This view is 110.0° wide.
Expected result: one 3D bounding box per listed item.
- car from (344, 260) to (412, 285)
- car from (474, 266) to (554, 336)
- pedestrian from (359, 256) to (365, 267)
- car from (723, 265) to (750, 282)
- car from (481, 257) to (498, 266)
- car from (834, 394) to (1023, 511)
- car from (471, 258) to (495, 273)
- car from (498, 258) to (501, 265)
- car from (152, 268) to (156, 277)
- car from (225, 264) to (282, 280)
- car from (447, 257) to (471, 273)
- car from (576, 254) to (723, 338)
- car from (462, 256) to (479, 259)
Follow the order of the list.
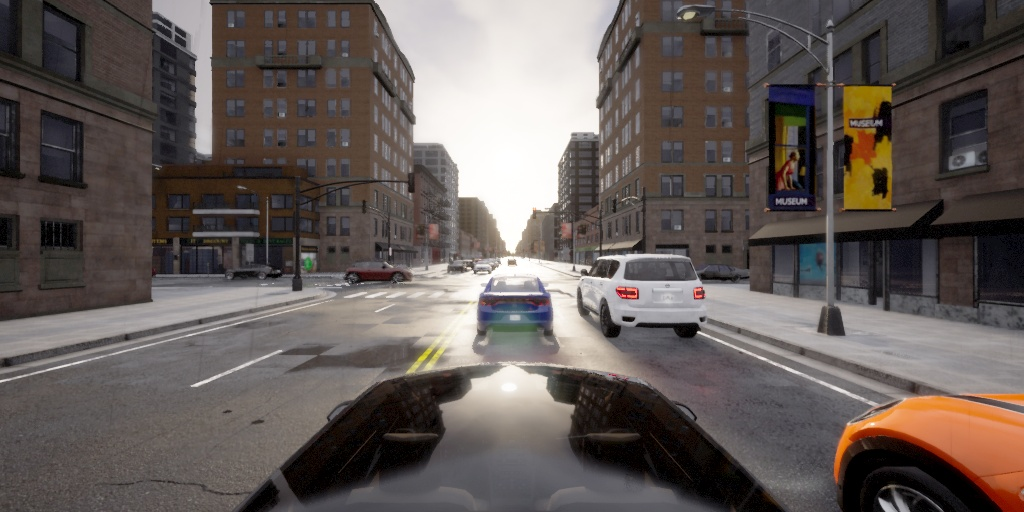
[{"bbox_3d":[-9.618,1.102,26.094,4.553,1.767,2.097,0,0,-10],"label":"car"},{"bbox_3d":[0.085,1.228,10.491,1.882,1.535,5.008,0,0,0],"label":"car"},{"bbox_3d":[-14.129,0.920,33.615,0.375,1.860,0.375,0,0,0],"label":"pedestrian"},{"bbox_3d":[15.852,1.337,28.385,5.357,1.411,2.033,0,0,0],"label":"car"},{"bbox_3d":[-3.326,1.273,50.448,1.812,1.442,4.674,0,0,0],"label":"car"},{"bbox_3d":[3.344,1.102,0.641,2.097,1.767,4.553,0,0,0],"label":"car"},{"bbox_3d":[-3.334,1.275,41.356,1.812,1.442,4.674,0,0,0],"label":"car"},{"bbox_3d":[-3.302,1.270,61.066,1.812,1.442,4.674,0,1,1],"label":"car"},{"bbox_3d":[-33.135,1.344,30.844,4.207,1.307,1.802,0,0,0],"label":"car"},{"bbox_3d":[-22.113,1.331,30.782,4.313,1.339,1.948,0,0,0],"label":"car"},{"bbox_3d":[-6.577,1.227,43.408,1.882,1.535,5.008,0,0,0],"label":"car"},{"bbox_3d":[3.336,0.972,10.351,2.150,2.045,5.566,0,0,0],"label":"car"},{"bbox_3d":[-6.574,0.968,53.156,2.150,2.045,5.566,0,0,0],"label":"car"}]
